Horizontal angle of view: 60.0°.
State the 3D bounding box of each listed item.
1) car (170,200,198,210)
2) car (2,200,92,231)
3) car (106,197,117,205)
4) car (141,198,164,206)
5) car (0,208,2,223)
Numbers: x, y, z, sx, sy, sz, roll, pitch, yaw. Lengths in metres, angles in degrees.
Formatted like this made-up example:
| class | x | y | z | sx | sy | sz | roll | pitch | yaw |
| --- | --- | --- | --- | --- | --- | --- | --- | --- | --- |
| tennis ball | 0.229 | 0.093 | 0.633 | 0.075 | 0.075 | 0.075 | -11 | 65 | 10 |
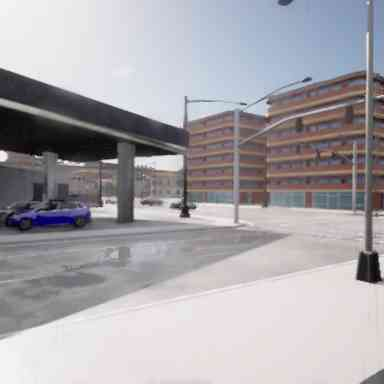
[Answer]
| class | x | y | z | sx | sy | sz | roll | pitch | yaw |
| --- | --- | --- | --- | --- | --- | --- | --- | --- | --- |
| car | -1.085 | 1.694 | 43.816 | 1.994 | 1.385 | 4.181 | 1 | 0 | -36 |
| car | -8.342 | 1.289 | 19.668 | 4.611 | 1.667 | 2.242 | 1 | 0 | -35 |
| car | -14.681 | 1.602 | 62.387 | 1.812 | 1.442 | 4.674 | 1 | 0 | -36 |
| car | -6.969 | 1.674 | 57.850 | 2.033 | 1.411 | 5.357 | 1 | 0 | -36 |
| car | -12.299 | 1.430 | 23.904 | 3.806 | 1.475 | 1.970 | 1 | 0 | -35 |
